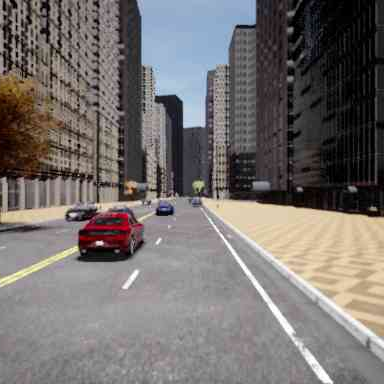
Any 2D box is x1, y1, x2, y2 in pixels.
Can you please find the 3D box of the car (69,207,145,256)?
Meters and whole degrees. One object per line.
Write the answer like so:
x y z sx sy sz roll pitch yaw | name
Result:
-3.152 1.616 13.834 1.882 1.535 5.008 0 0 0 | car

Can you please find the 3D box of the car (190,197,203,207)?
1.140 2.019 67.040 2.097 1.767 4.553 0 -1 0 | car

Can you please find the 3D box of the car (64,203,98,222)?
-9.846 1.790 29.944 2.128 1.511 4.902 0 -1 0 | car

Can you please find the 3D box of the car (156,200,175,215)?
-3.148 1.960 39.674 1.994 1.385 4.181 0 -1 0 | car

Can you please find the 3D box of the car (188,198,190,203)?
0.004 2.209 85.627 2.033 1.411 5.357 0 -1 0 | car

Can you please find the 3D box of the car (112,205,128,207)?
-6.594 1.865 30.239 1.994 1.385 4.181 0 -1 0 | car

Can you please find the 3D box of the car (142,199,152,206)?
-9.747 2.237 72.189 2.128 1.511 4.902 0 -1 0 | car
